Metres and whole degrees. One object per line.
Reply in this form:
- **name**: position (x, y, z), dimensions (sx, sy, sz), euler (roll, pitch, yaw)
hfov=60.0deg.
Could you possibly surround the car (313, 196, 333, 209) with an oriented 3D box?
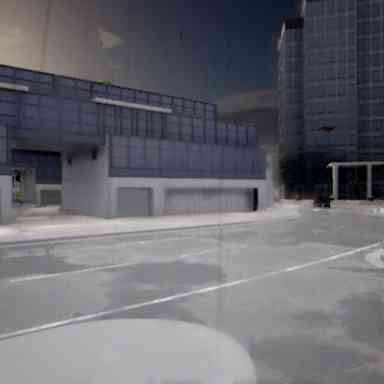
- **car**: position (15.706, 1.250, 40.055), dimensions (1.837, 1.490, 4.892), euler (1, 1, 21)

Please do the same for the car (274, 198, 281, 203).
- **car**: position (13.127, 1.288, 57.274), dimensions (1.895, 1.301, 4.718), euler (0, 0, -29)
